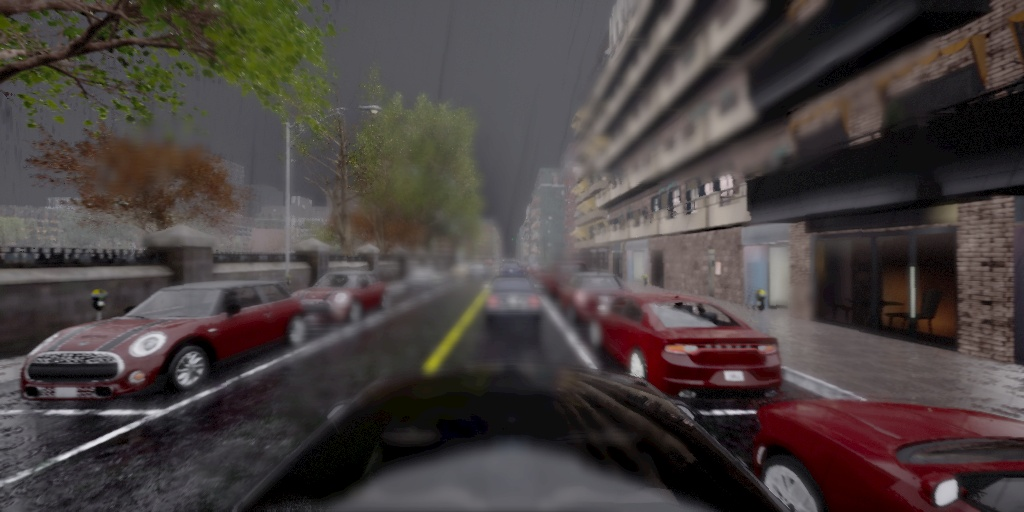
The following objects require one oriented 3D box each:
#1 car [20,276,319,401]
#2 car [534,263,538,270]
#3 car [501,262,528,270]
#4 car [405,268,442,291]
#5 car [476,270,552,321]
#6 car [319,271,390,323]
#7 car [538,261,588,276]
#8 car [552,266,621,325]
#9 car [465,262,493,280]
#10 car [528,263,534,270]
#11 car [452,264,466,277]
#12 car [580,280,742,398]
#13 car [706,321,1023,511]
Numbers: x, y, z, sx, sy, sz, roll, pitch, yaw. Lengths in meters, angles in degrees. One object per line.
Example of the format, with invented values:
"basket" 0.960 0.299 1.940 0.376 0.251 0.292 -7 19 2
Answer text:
"car" -5.689 1.229 6.570 1.967 1.591 4.097 0 0 0
"car" 2.693 1.369 23.460 1.967 1.591 4.097 0 0 0
"car" 0.088 1.357 32.404 2.097 1.767 4.553 0 0 0
"car" -5.688 1.480 23.460 2.007 1.370 4.403 0 0 0
"car" 0.066 1.389 12.803 2.033 1.411 5.357 0 0 0
"car" -5.689 1.276 12.198 1.967 1.591 4.097 0 0 0
"car" 2.692 1.198 17.829 2.192 1.841 5.009 0 0 0
"car" 2.692 1.276 12.199 1.967 1.591 4.097 0 0 0
"car" -3.097 1.550 34.652 1.812 1.442 4.674 0 0 0
"car" 2.694 1.514 40.349 1.967 1.591 4.097 0 0 0
"car" -5.686 1.599 40.179 1.751 1.417 4.829 0 0 0
"car" 2.691 1.335 6.570 1.888 1.381 4.507 0 0 0
"car" 2.691 1.289 0.940 1.888 1.381 4.507 0 0 0
